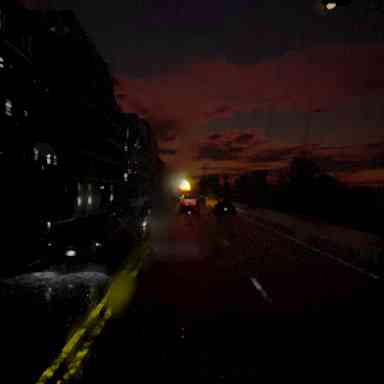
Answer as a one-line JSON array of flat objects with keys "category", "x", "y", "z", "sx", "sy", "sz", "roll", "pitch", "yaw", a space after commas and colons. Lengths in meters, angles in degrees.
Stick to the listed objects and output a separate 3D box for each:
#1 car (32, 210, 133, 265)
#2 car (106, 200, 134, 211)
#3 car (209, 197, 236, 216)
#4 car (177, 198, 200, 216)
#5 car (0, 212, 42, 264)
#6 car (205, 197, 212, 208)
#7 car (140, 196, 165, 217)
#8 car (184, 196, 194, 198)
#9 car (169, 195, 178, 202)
[{"category": "car", "x": -3.442, "y": 1.551, "z": 11.477, "sx": 1.994, "sy": 1.385, "sz": 4.181, "roll": 0, "pitch": 0, "yaw": 0}, {"category": "car", "x": -6.823, "y": 1.511, "z": 31.959, "sx": 2.033, "sy": 1.411, "sz": 5.357, "roll": 0, "pitch": 0, "yaw": 0}, {"category": "car", "x": 3.021, "y": 1.505, "z": 31.877, "sx": 1.994, "sy": 1.385, "sz": 4.181, "roll": 0, "pitch": 0, "yaw": 0}, {"category": "car", "x": -0.233, "y": 1.549, "z": 32.012, "sx": 1.895, "sy": 1.301, "sz": 4.718, "roll": 0, "pitch": 0, "yaw": 0}, {"category": "car", "x": -6.698, "y": 1.486, "z": 11.734, "sx": 2.128, "sy": 1.511, "sz": 4.902, "roll": 0, "pitch": 0, "yaw": 0}, {"category": "car", "x": 2.872, "y": 1.401, "z": 45.953, "sx": 1.882, "sy": 1.535, "sz": 5.008, "roll": 0, "pitch": 0, "yaw": 0}, {"category": "car", "x": -3.577, "y": 1.450, "z": 30.595, "sx": 2.128, "sy": 1.511, "sz": 4.902, "roll": 0, "pitch": 0, "yaw": 0}, {"category": "car", "x": -0.378, "y": 1.282, "z": 45.751, "sx": 2.097, "sy": 1.767, "sz": 4.553, "roll": 0, "pitch": 0, "yaw": 0}, {"category": "car", "x": -3.937, "y": 1.375, "z": 70.685, "sx": 1.882, "sy": 1.535, "sz": 5.008, "roll": 0, "pitch": 0, "yaw": -1}]
